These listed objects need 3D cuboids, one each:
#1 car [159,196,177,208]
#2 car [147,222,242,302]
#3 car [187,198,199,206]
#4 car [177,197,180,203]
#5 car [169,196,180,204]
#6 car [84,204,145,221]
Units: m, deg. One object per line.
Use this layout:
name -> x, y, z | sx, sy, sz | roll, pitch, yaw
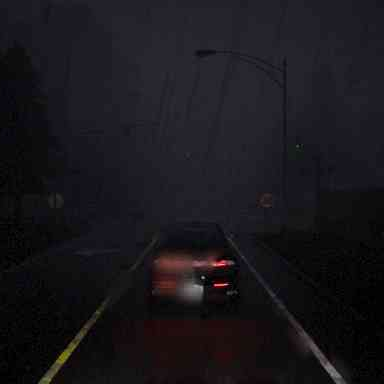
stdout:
car -> -3.524, 1.526, 46.841 | 1.812, 1.442, 4.674 | 0, 0, 0
car -> 0.065, 1.492, 8.242 | 2.128, 1.511, 4.902 | 0, 0, 1
car -> 0.155, 1.564, 53.006 | 1.994, 1.385, 4.181 | 0, 0, 0
car -> -3.513, 1.478, 56.130 | 1.882, 1.535, 5.008 | 0, 0, 0
car -> -3.445, 1.564, 66.101 | 1.994, 1.385, 4.181 | 0, 0, 1
car -> -6.135, 1.606, 26.616 | 4.718, 1.301, 1.895 | 0, 0, -15
